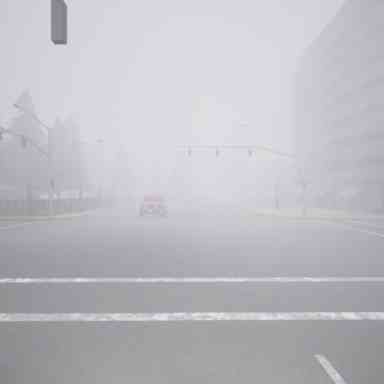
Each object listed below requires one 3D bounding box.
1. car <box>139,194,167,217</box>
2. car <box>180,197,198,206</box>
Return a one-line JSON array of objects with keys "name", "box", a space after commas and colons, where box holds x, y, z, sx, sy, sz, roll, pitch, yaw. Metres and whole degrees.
[{"name": "car", "box": [-3.531, 1.236, 31.068, 2.150, 2.045, 5.566, 0, 0, 0]}, {"name": "car", "box": [-0.435, 1.514, 55.288, 1.812, 1.442, 4.674, 0, 0, 22]}]
